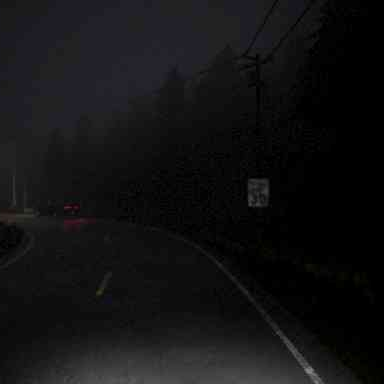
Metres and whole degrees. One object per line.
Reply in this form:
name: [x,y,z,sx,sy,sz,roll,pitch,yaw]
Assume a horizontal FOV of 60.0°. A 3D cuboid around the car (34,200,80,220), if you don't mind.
car: [-11.148,1.420,27.345,4.902,1.511,2.128,0,0,39]
